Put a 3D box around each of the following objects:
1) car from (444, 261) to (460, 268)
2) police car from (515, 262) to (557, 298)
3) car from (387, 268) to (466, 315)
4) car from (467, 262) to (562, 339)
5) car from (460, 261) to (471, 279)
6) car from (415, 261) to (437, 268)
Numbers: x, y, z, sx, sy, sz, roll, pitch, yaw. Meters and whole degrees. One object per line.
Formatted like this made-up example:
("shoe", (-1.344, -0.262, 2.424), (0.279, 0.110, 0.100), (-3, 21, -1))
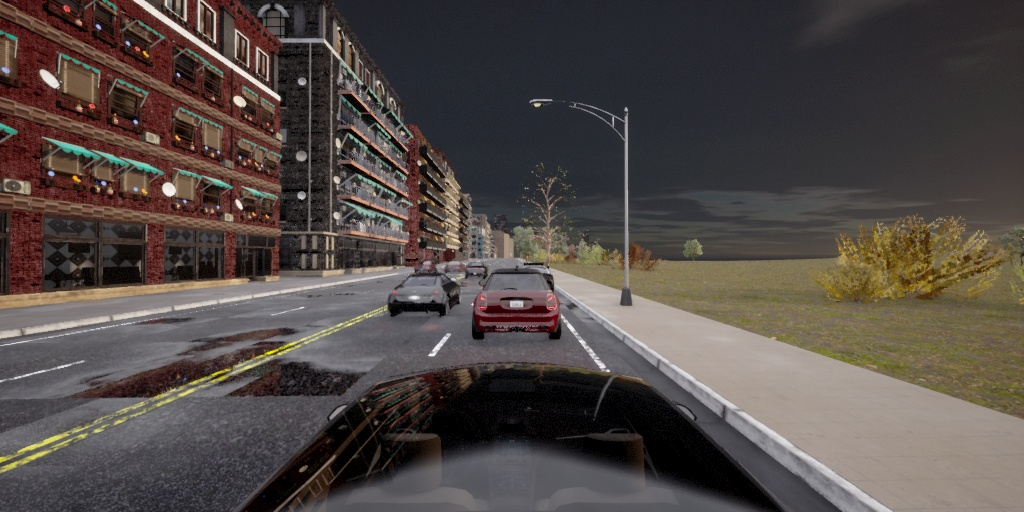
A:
("car", (-6.521, 1.277, 40.972), (1.812, 1.442, 4.674), (0, 0, 0))
("police car", (1.173, 1.178, 19.680), (1.930, 1.638, 5.238), (0, 0, 0))
("car", (-3.128, 1.315, 13.508), (1.994, 1.385, 4.181), (0, 0, 0))
("car", (0.112, 1.103, 10.184), (2.097, 1.767, 4.553), (0, 0, 0))
("car", (-3.088, 1.245, 32.385), (2.128, 1.511, 4.902), (0, 0, 0))
("car", (-9.771, 1.277, 40.960), (1.812, 1.442, 4.674), (0, 0, 0))
